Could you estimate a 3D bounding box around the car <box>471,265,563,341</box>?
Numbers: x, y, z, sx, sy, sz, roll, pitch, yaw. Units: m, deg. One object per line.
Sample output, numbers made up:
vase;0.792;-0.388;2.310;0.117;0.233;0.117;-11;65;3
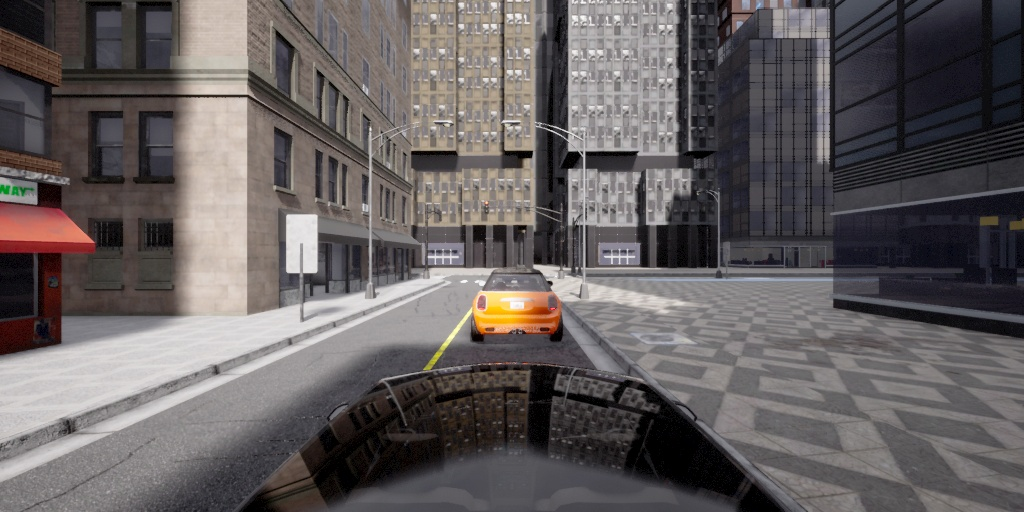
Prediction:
car;0.106;1.102;10.003;2.097;1.767;4.553;0;0;0
